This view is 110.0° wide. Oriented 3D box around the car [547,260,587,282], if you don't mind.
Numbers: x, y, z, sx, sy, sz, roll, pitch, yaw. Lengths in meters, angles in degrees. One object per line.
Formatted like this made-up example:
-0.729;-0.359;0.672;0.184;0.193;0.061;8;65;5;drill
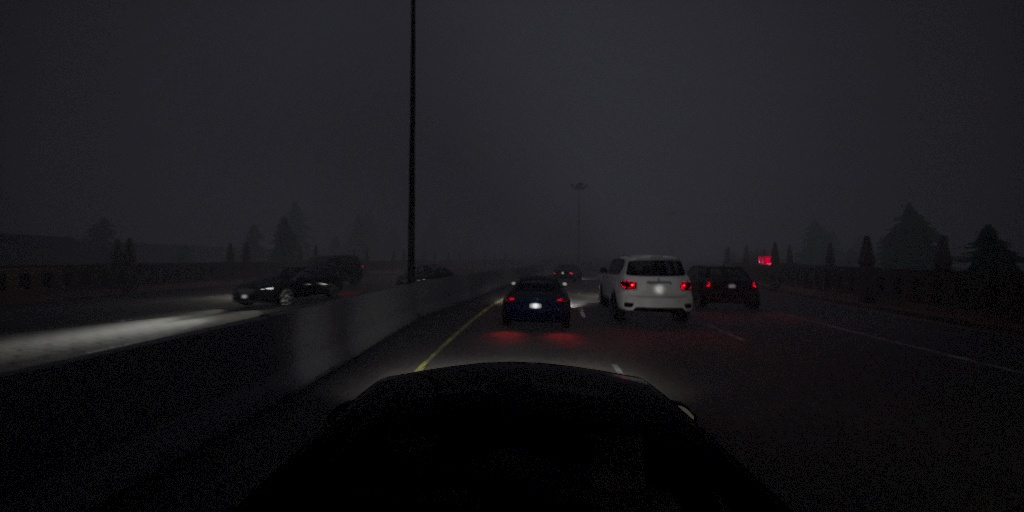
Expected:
4.539;1.319;29.019;2.033;1.411;5.357;0;0;18;car

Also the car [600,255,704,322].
4.442;0.989;12.648;2.150;2.045;5.566;0;0;7;car

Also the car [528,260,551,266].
4.804;1.321;54.748;1.837;1.490;4.892;0;0;32;car

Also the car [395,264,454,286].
-4.930;1.235;20.882;2.128;1.511;4.902;0;0;12;car

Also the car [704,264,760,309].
8.446;1.131;15.297;2.097;1.767;4.553;0;0;9;car

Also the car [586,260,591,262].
11.828;1.348;58.973;1.812;1.442;4.674;0;0;36;car

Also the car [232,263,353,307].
-9.408;1.214;15.508;2.128;1.511;4.902;0;0;9;car

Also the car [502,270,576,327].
0.863;1.320;11.690;1.994;1.385;4.181;0;0;7;car

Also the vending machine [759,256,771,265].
19.545;0.981;27.461;1.100;2.100;0.880;0;0;20;vending machine

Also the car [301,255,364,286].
-11.734;0.948;22.696;2.150;2.045;5.566;0;0;12;car
